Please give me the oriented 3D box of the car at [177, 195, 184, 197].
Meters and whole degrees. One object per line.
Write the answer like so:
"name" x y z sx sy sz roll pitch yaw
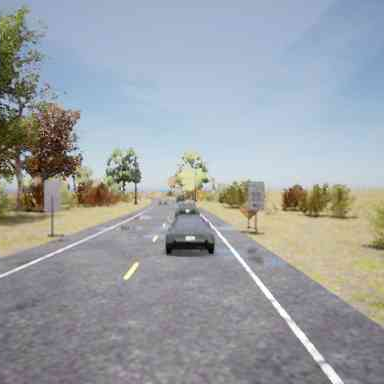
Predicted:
"car" -3.061 1.889 89.735 2.150 2.045 5.566 0 0 -6

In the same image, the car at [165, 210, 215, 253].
"car" -0.093 1.693 14.353 1.994 1.385 4.181 0 0 -1

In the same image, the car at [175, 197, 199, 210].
"car" -0.431 1.600 29.166 2.097 1.767 4.553 0 -1 -2

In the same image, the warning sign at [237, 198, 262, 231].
"warning sign" 3.371 1.288 19.655 1.300 1.860 1.060 1 0 -1

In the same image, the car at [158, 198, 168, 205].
"car" -6.168 2.076 70.802 2.128 1.511 4.902 0 0 -4
